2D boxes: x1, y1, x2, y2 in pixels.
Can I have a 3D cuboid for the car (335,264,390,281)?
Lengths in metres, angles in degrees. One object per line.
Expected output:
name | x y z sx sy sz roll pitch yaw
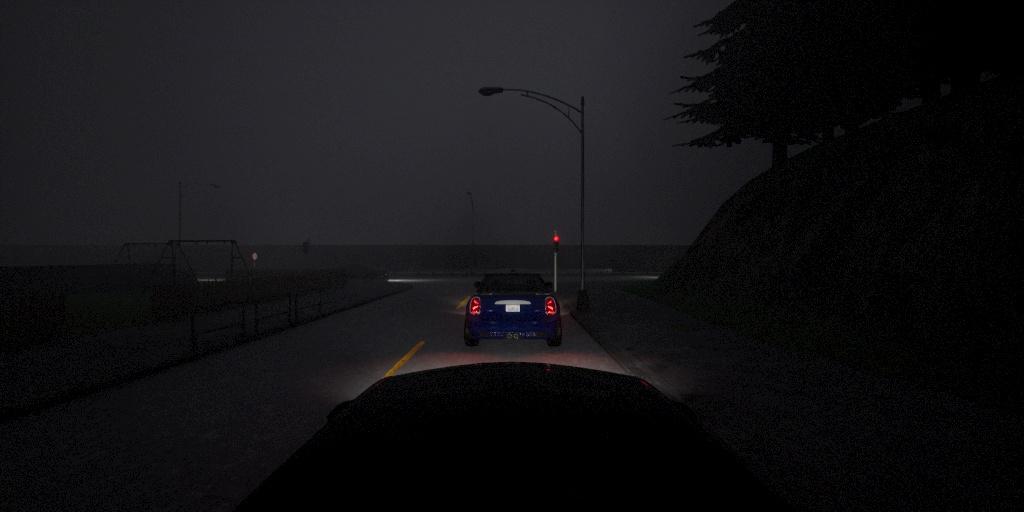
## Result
car | -12.213 1.314 29.247 4.181 1.385 1.994 0 0 3

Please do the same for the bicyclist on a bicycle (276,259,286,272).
bicyclist on a bicycle | -24.264 1.099 37.725 0.582 1.620 1.656 0 0 0

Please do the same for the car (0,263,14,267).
car | -48.578 1.351 33.476 4.718 1.301 1.895 0 0 1

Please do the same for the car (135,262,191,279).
car | -29.140 1.241 29.329 4.902 1.511 2.128 0 0 0

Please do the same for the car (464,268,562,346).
car | 0.036 1.102 9.537 2.097 1.767 4.553 0 0 0
